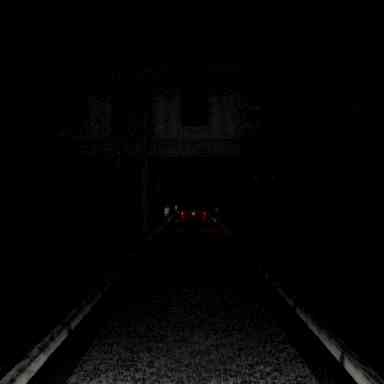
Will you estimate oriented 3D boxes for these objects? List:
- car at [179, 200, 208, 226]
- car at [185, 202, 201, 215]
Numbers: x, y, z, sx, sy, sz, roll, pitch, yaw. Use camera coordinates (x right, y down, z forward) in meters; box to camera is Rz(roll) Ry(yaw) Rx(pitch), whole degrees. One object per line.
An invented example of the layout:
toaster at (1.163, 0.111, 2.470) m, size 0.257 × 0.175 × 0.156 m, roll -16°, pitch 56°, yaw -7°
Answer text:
car at (0.105, 1.580, 25.520) m, size 2.097 × 1.767 × 4.553 m, roll 0°, pitch -1°, yaw 0°
car at (0.108, 2.085, 42.949) m, size 1.882 × 1.535 × 5.008 m, roll 0°, pitch -1°, yaw 0°
